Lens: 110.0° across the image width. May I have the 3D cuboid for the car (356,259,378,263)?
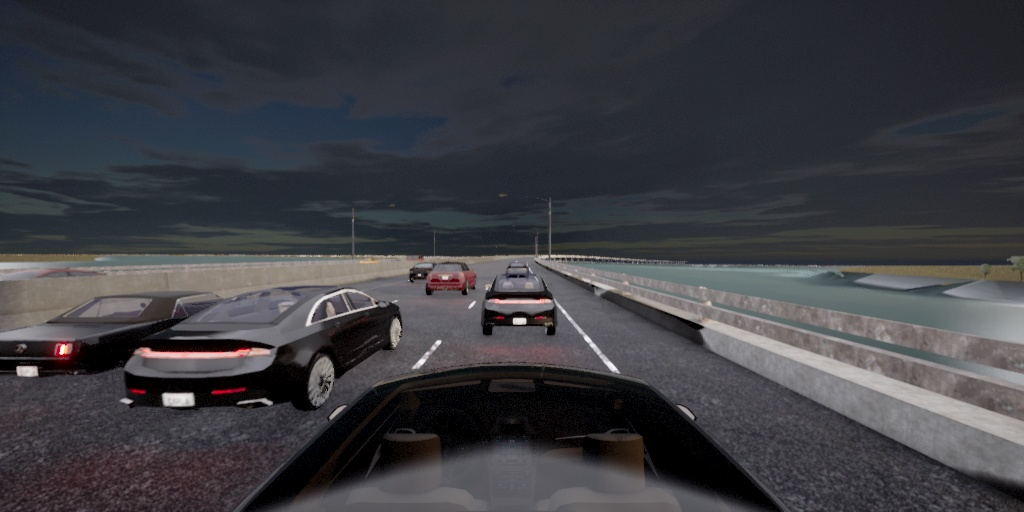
[{"bbox_3d":[-23.516,1.175,58.240,1.882,1.535,5.008,0,0,2],"label":"car"}]

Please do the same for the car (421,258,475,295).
[{"bbox_3d":[-3.204,1.089,19.678,2.097,1.767,4.553,0,0,2],"label":"car"}]

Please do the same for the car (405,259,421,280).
[{"bbox_3d":[-6.566,1.208,28.136,1.882,1.535,5.008,0,0,1],"label":"car"}]

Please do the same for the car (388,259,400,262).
[{"bbox_3d":[-19.929,1.240,60.479,2.033,1.411,5.357,0,0,2],"label":"car"}]

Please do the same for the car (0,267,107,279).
[{"bbox_3d":[-17.485,1.220,13.295,1.882,1.535,5.008,0,0,1],"label":"car"}]

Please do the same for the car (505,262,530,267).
[{"bbox_3d":[0.463,1.219,30.039,2.128,1.511,4.902,0,0,1],"label":"car"}]

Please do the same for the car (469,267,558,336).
[{"bbox_3d":[0.186,1.235,10.391,2.128,1.511,4.902,0,0,0],"label":"car"}]

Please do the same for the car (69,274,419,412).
[{"bbox_3d":[-3.363,1.239,6.064,2.128,1.511,4.902,0,0,1],"label":"car"}]

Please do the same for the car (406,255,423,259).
[{"bbox_3d":[-16.420,0.902,60.687,2.150,2.045,5.566,0,0,2],"label":"car"}]

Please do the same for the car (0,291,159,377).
[{"bbox_3d":[-6.852,1.347,7.311,1.895,1.301,4.718,0,0,1],"label":"car"}]
